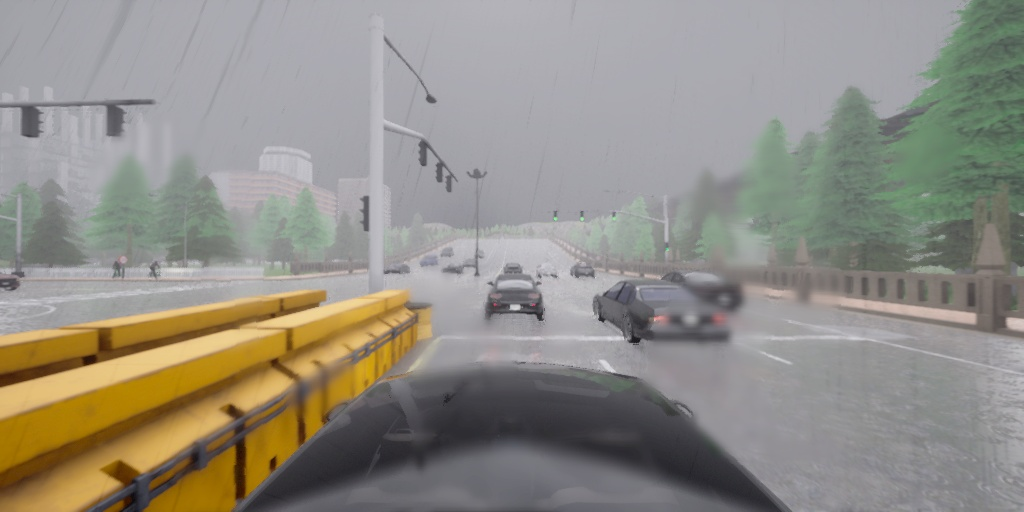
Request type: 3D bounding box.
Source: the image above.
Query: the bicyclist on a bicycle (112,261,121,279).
[{"bbox_3d":[-36.201,1.255,32.850,0.582,1.620,1.656,0,0,-35],"label":"bicyclist on a bicycle"}]

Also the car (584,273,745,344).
[{"bbox_3d":[3.593,1.350,9.701,2.033,1.411,5.357,0,0,0],"label":"car"}]

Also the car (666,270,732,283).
[{"bbox_3d":[7.098,1.310,14.440,1.882,1.535,5.008,0,0,0],"label":"car"}]

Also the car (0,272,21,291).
[{"bbox_3d":[-32.452,1.357,21.316,5.008,1.535,1.882,0,0,2],"label":"car"}]

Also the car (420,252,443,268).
[{"bbox_3d":[-13.999,0.882,61.396,2.150,2.045,5.566,0,3,1],"label":"car"}]

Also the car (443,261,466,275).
[{"bbox_3d":[-7.086,1.615,43.403,1.895,1.301,4.718,0,0,0],"label":"car"}]

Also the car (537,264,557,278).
[{"bbox_3d":[3.590,1.507,37.566,1.812,1.442,4.674,0,0,0],"label":"car"}]

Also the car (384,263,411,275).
[{"bbox_3d":[-14.085,1.569,44.359,2.033,1.411,5.357,0,0,0],"label":"car"}]

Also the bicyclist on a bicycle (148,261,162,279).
[{"bbox_3d":[-31.866,1.249,31.998,0.582,1.620,1.656,0,-1,-14],"label":"bicyclist on a bicycle"}]

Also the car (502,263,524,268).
[{"bbox_3d":[0.103,1.481,36.585,1.837,1.490,4.892,0,0,0],"label":"car"}]

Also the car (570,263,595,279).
[{"bbox_3d":[7.103,1.467,36.509,2.128,1.511,4.902,0,0,0],"label":"car"}]

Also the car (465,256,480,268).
[{"bbox_3d":[-7.022,1.226,60.301,1.837,1.490,4.892,0,3,1],"label":"car"}]

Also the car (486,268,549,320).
[{"bbox_3d":[0.096,1.348,12.854,1.812,1.442,4.674,0,0,0],"label":"car"}]
